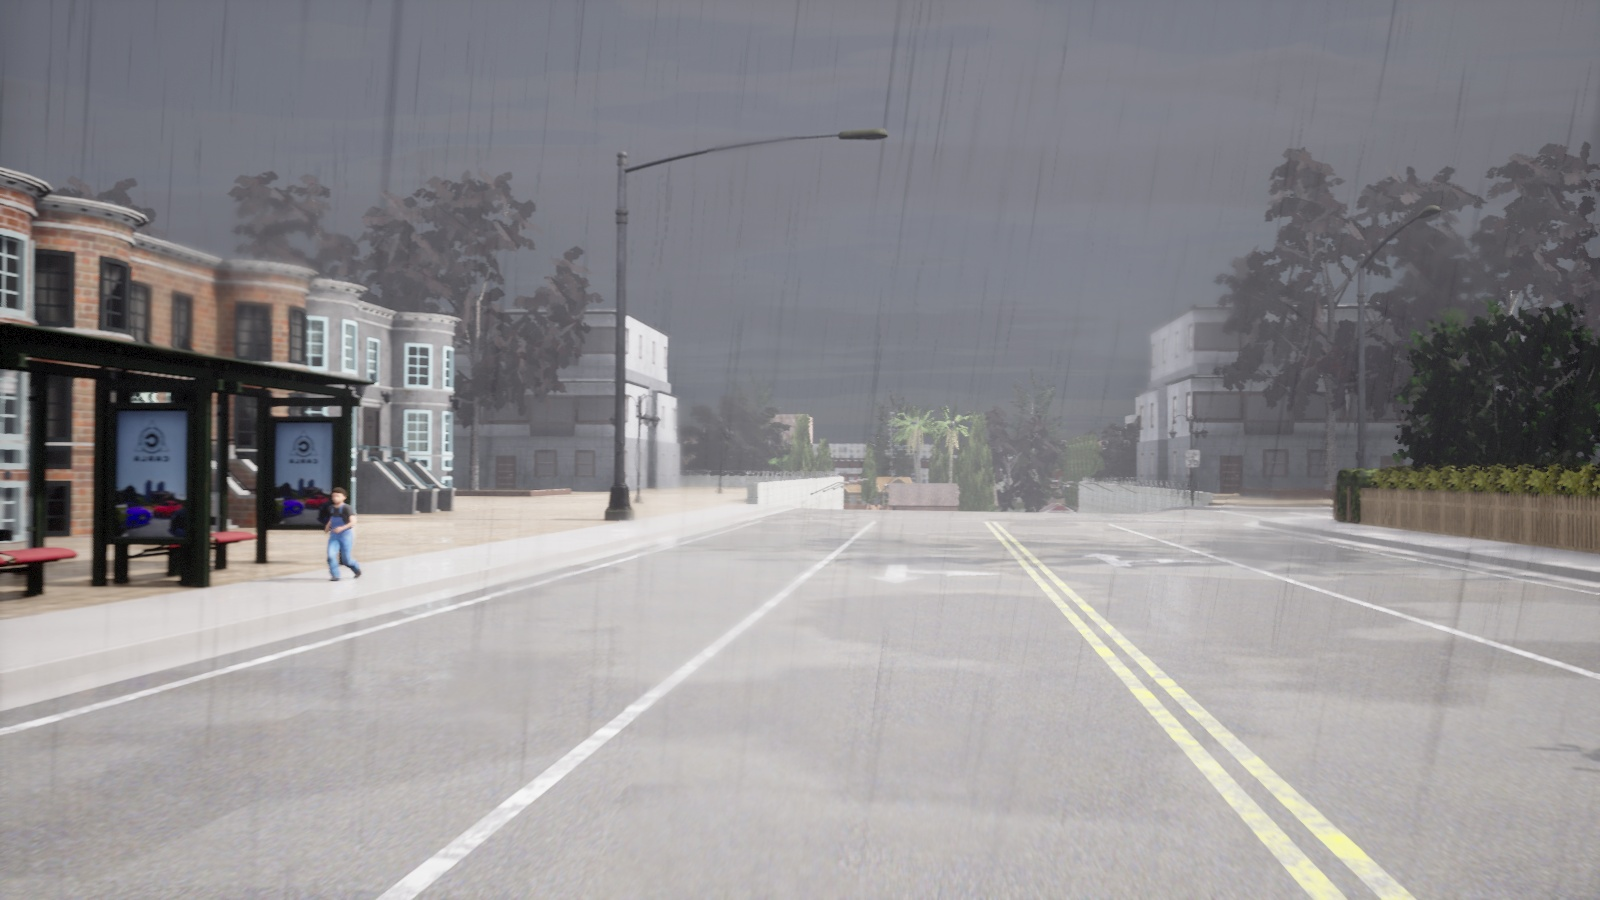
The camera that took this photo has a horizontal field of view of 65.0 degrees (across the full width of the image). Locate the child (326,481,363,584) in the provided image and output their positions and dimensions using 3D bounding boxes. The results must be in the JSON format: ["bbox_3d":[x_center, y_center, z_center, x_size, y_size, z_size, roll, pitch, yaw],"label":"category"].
[{"bbox_3d":[-5.693,1.023,15.707,0.270,1.263,0.437,0,-1,6],"label":"child"}]
